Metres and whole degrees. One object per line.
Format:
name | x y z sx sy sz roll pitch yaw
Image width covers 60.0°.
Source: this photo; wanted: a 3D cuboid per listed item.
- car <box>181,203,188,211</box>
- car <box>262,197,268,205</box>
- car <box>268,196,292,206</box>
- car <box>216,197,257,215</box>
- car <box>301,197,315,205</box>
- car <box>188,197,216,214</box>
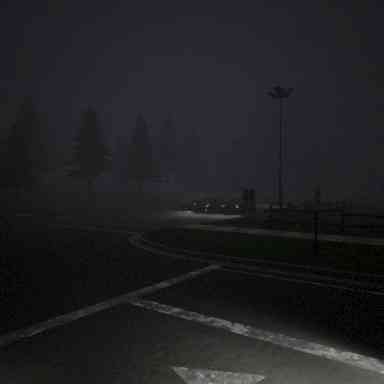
car | 0.837 1.547 40.232 2.033 1.411 5.357 0 0 35
car | 14.105 1.525 58.980 1.812 1.442 4.674 0 0 36
car | 14.502 1.477 53.522 1.882 1.535 5.008 0 0 36
car | 4.800 1.352 33.696 2.097 1.767 4.553 0 0 35
car | 19.574 1.548 54.594 2.033 1.411 5.357 0 0 35
car | 1.973 1.352 35.757 2.097 1.767 4.553 0 0 35
